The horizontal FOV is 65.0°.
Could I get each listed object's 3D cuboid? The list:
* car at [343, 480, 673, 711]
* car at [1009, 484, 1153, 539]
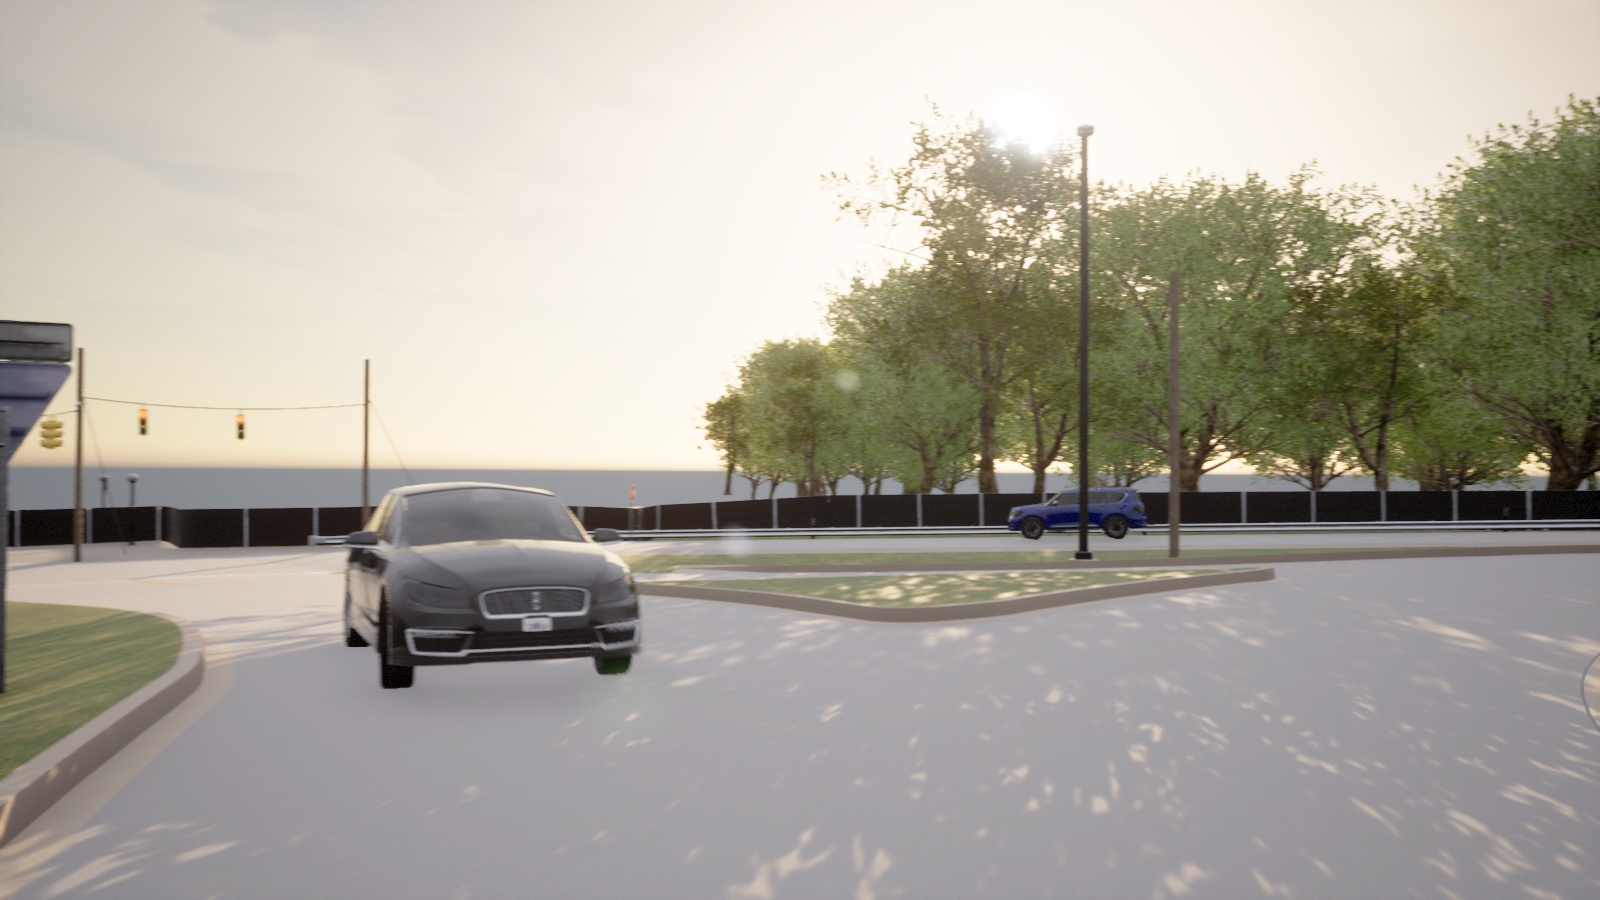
[{"bbox_3d":[-2.745,1.062,10.756,1.837,1.490,4.892,1,-3,-24],"label":"car"},{"bbox_3d":[11.427,2.500,51.313,5.566,2.045,2.150,-2,-1,12],"label":"car"}]
